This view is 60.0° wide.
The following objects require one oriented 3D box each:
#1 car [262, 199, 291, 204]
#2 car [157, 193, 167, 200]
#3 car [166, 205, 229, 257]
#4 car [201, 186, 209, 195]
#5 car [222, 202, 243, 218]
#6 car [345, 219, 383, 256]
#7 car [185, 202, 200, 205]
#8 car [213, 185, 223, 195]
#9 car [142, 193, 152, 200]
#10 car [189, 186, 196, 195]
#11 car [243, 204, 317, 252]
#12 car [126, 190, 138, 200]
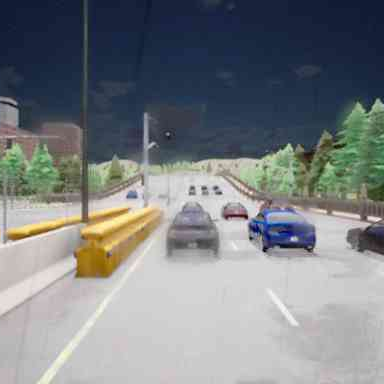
[{"bbox_3d":[7.041,1.344,27.903,2.097,1.767,4.553,0,0,1],"label":"car"},{"bbox_3d":[-6.976,1.032,77.553,1.895,1.301,4.718,0,3,0],"label":"car"},{"bbox_3d":[0.045,1.489,13.003,2.128,1.511,4.902,0,0,1],"label":"car"},{"bbox_3d":[3.583,0.013,88.129,2.033,1.411,5.357,0,7,0],"label":"car"},{"bbox_3d":[3.544,1.558,28.283,1.994,1.385,4.181,0,0,1],"label":"car"},{"bbox_3d":[7.021,1.545,10.836,2.033,1.411,5.357,0,0,0],"label":"car"},{"bbox_3d":[0.045,1.558,28.138,1.994,1.385,4.181,0,0,1],"label":"car"},{"bbox_3d":[7.085,-0.091,88.516,1.882,1.535,5.008,0,7,0],"label":"car"},{"bbox_3d":[-10.476,0.935,77.597,1.837,1.490,4.892,0,3,0],"label":"car"},{"bbox_3d":[0.083,0.013,88.148,2.033,1.411,5.357,0,7,0],"label":"car"},{"bbox_3d":[3.552,1.474,13.930,1.882,1.535,5.008,0,0,0],"label":"car"},{"bbox_3d":[-13.975,0.655,77.669,2.150,2.045,5.566,0,3,0],"label":"car"}]
